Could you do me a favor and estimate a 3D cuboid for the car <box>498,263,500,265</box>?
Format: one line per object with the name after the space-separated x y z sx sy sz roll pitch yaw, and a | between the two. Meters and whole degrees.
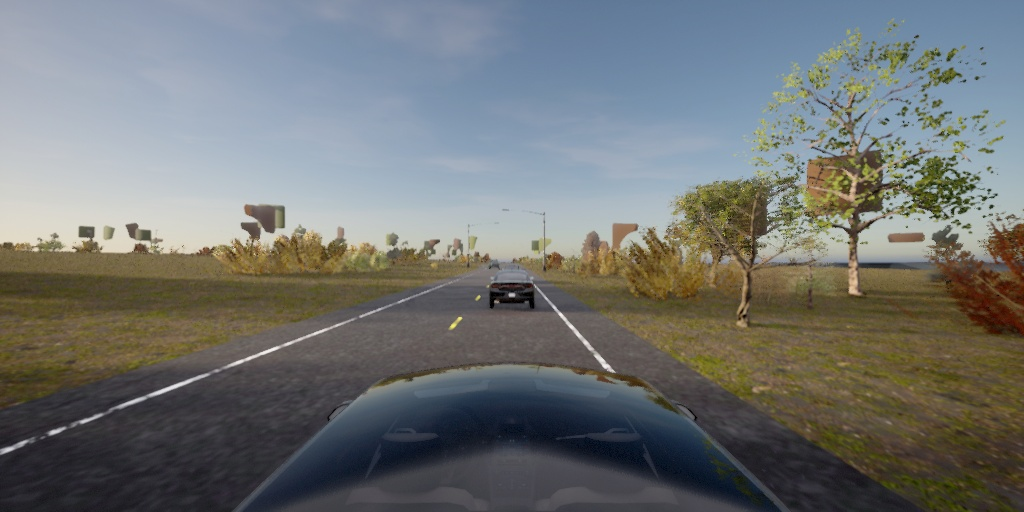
-0.002 1.546 31.139 1.837 1.490 4.892 0 0 0 | car

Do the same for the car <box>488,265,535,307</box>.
0.002 1.369 16.324 1.882 1.535 5.008 0 0 0 | car
